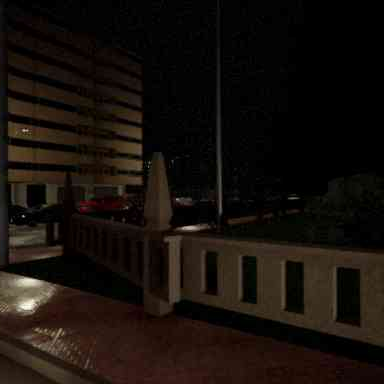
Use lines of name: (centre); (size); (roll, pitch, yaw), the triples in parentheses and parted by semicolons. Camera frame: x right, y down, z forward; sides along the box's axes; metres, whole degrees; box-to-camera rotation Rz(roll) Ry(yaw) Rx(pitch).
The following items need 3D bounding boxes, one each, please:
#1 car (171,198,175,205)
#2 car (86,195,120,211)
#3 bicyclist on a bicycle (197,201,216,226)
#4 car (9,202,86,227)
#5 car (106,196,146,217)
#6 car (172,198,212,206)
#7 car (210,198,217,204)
car: (-3.470, 1.490, 41.169); (2.097, 1.767, 4.553); (0, 0, 34)
car: (-8.889, 1.369, 33.033); (2.150, 2.045, 5.566); (0, 0, 34)
bicyclist on a bicycle: (0.867, 1.387, 21.546); (1.656, 1.620, 0.582); (-1, 0, 34)
car: (-10.610, 1.632, 24.116); (2.128, 1.511, 4.902); (0, 0, 34)
car: (-5.516, 1.483, 31.787); (2.097, 1.767, 4.553); (0, 0, 34)
car: (0.093, 1.722, 40.206); (1.895, 1.301, 4.718); (0, 0, 34)
car: (2.331, 1.619, 49.821); (2.128, 1.511, 4.902); (0, 0, 34)
